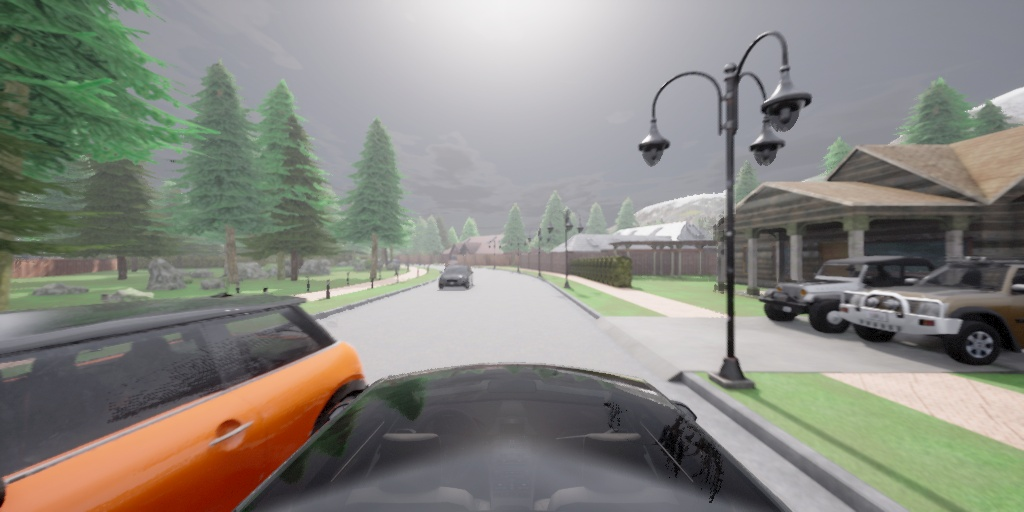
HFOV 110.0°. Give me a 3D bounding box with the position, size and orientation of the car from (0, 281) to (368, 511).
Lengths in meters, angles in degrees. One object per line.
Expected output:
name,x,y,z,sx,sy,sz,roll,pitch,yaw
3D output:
car,-2.706,1.102,1.723,2.097,1.767,4.553,0,0,9

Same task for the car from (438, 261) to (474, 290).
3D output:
car,-3.544,1.324,23.449,1.837,1.490,4.892,0,0,-1
